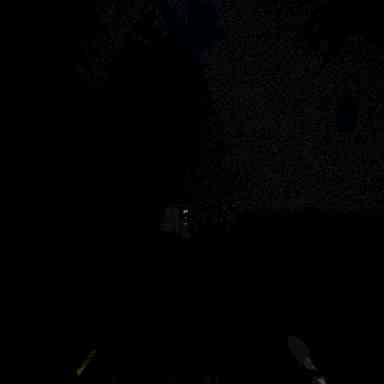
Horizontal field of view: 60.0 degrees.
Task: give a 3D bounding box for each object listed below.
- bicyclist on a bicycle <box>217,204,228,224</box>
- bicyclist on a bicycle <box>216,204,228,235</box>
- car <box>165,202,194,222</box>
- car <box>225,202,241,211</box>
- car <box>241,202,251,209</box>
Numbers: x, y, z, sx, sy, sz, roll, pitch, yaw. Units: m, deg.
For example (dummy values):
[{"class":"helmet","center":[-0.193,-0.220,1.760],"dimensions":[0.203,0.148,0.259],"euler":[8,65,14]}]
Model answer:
[{"class":"bicyclist on a bicycle","center":[2.591,1.791,28.056],"dimensions":[0.866,1.612,1.509],"euler":[0,-1,6]},{"class":"bicyclist on a bicycle","center":[1.707,1.665,19.361],"dimensions":[0.582,1.620,1.656],"euler":[0,-1,5]},{"class":"car","center":[-1.057,1.747,30.574],"dimensions":[2.097,1.767,4.553],"euler":[0,-1,7]},{"class":"car","center":[6.645,2.437,55.648],"dimensions":[1.837,1.490,4.892],"euler":[0,-2,13]},{"class":"car","center":[11.035,2.929,72.625],"dimensions":[2.033,1.411,5.357],"euler":[0,-2,17]}]
